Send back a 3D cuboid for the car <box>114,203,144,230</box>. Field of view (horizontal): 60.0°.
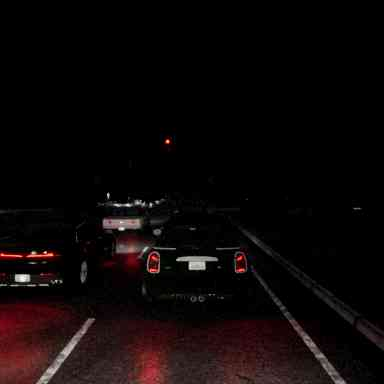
[{"bbox_3d":[-3.437,1.487,18.441,1.895,1.301,4.718,0,0,0],"label":"car"}]

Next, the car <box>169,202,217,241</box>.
[{"bbox_3d":[0.060,1.388,17.264,2.128,1.511,4.902,0,0,1],"label":"car"}]

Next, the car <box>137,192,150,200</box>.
[{"bbox_3d":[-10.737,0.896,73.512,2.128,1.511,4.902,0,1,-1],"label":"car"}]

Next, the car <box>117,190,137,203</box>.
[{"bbox_3d":[-10.699,0.930,53.847,2.097,1.767,4.553,0,0,0],"label":"car"}]

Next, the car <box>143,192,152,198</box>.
[{"bbox_3d":[-11.073,0.750,83.734,1.812,1.442,4.674,0,1,-2],"label":"car"}]

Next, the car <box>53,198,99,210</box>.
[{"bbox_3d":[-13.094,1.319,37.666,4.718,1.301,1.895,0,1,-3],"label":"car"}]

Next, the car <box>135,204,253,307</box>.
[{"bbox_3d":[0.087,1.323,8.068,2.097,1.767,4.553,0,0,0],"label":"car"}]

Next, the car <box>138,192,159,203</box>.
[{"bbox_3d":[-7.204,1.106,55.995,2.033,1.411,5.357,0,1,0],"label":"car"}]

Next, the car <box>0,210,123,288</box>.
[{"bbox_3d":[-3.416,1.468,9.120,1.837,1.490,4.892,0,0,0],"label":"car"}]

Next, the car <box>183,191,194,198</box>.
[{"bbox_3d":[-0.686,0.709,86.072,1.812,1.442,4.674,0,1,-4],"label":"car"}]

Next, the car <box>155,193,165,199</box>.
[{"bbox_3d":[-7.307,0.871,76.490,2.033,1.411,5.357,0,1,-1],"label":"car"}]

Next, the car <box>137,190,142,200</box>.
[{"bbox_3d":[-10.686,0.710,63.287,2.150,2.045,5.566,0,1,0],"label":"car"}]

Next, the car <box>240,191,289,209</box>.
[{"bbox_3d":[8.455,0.930,38.777,5.566,2.045,2.150,0,1,-6],"label":"car"}]

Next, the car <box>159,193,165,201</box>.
[{"bbox_3d":[-7.176,1.006,66.063,2.033,1.411,5.357,0,1,1],"label":"car"}]

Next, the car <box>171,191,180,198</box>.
[{"bbox_3d":[-4.146,0.683,85.372,1.882,1.535,5.008,0,1,-4],"label":"car"}]
